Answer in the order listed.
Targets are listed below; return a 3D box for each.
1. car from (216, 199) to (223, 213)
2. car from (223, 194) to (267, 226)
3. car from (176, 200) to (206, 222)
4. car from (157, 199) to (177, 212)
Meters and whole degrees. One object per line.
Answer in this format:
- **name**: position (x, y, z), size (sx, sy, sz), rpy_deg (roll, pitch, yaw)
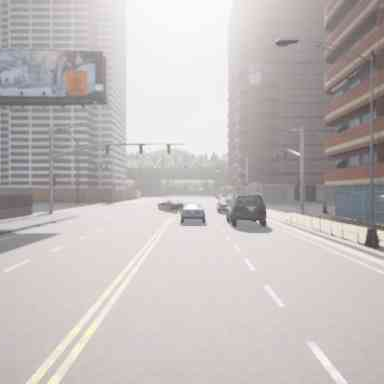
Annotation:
- **car**: position (3.571, 1.434, 35.120), size (2.033, 1.411, 5.357), rpy_deg (0, 0, 0)
- **car**: position (3.580, 1.148, 22.639), size (2.150, 2.045, 5.566), rpy_deg (0, 0, 1)
- **car**: position (0.049, 1.466, 25.104), size (2.033, 1.411, 5.357), rpy_deg (0, 0, -1)
- **car**: position (-2.360, 1.480, 37.203), size (1.895, 1.301, 4.718), rpy_deg (0, 0, -25)
